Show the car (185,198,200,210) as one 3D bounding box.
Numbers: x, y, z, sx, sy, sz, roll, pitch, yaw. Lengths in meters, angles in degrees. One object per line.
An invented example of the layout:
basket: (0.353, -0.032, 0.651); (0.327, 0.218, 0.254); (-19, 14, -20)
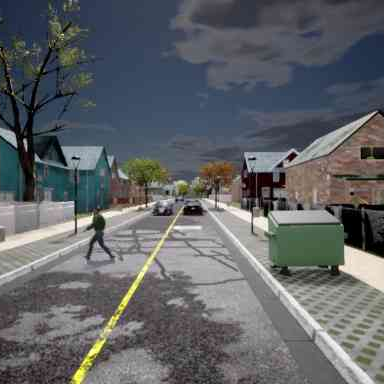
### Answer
car: (0.086, 1.588, 45.349); (1.837, 1.490, 4.892); (0, 0, 0)

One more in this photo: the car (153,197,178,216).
car: (-2.847, 1.538, 33.637); (2.128, 1.511, 4.902); (0, 0, 0)

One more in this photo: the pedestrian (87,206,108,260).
pedestrian: (-3.057, 1.301, 10.773); (0.375, 1.860, 0.375); (1, -1, -2)

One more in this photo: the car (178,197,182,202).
car: (-2.745, 1.727, 73.997); (1.994, 1.385, 4.181); (0, 0, 0)

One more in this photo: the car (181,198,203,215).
car: (0.099, 1.615, 35.325); (1.994, 1.385, 4.181); (0, 0, -1)

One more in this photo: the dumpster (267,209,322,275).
dumpster: (2.993, 1.402, 9.961); (1.020, 1.700, 1.940); (-1, -1, 0)
